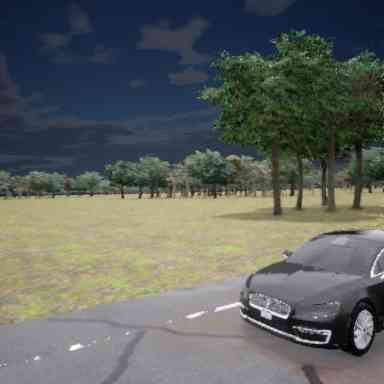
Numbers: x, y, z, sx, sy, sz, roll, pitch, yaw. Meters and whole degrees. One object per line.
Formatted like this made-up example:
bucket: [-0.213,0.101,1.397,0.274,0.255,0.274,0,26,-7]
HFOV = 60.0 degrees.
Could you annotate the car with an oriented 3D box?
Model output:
car: [3.034,1.504,6.156,4.892,1.490,1.837,0,0,-36]
